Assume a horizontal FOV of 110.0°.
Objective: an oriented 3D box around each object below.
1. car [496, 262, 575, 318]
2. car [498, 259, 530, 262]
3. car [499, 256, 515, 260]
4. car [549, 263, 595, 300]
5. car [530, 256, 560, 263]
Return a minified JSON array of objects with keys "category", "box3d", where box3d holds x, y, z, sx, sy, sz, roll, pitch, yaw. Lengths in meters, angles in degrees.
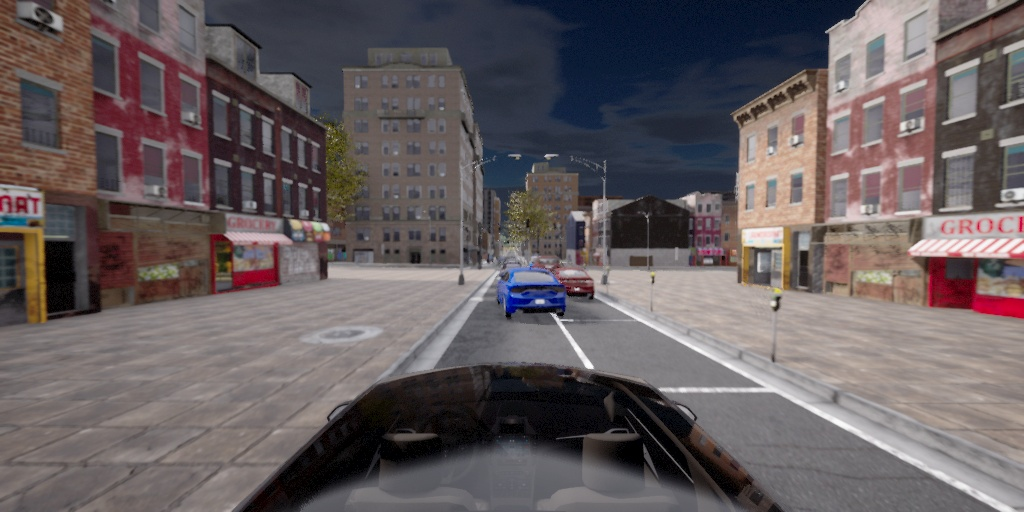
[{"category":"car","box3d":[0.526,1.151,12.757,1.882,1.535,5.008,0,0,-7]},{"category":"car","box3d":[0.089,1.163,26.844,1.994,1.385,4.181,0,0,0]},{"category":"car","box3d":[0.068,1.050,36.887,2.128,1.511,4.902,0,0,0]},{"category":"car","box3d":[2.637,1.195,16.685,1.888,1.381,4.507,0,0,0]},{"category":"car","box3d":[2.638,0.912,27.265,2.192,1.841,5.009,0,0,0]}]
